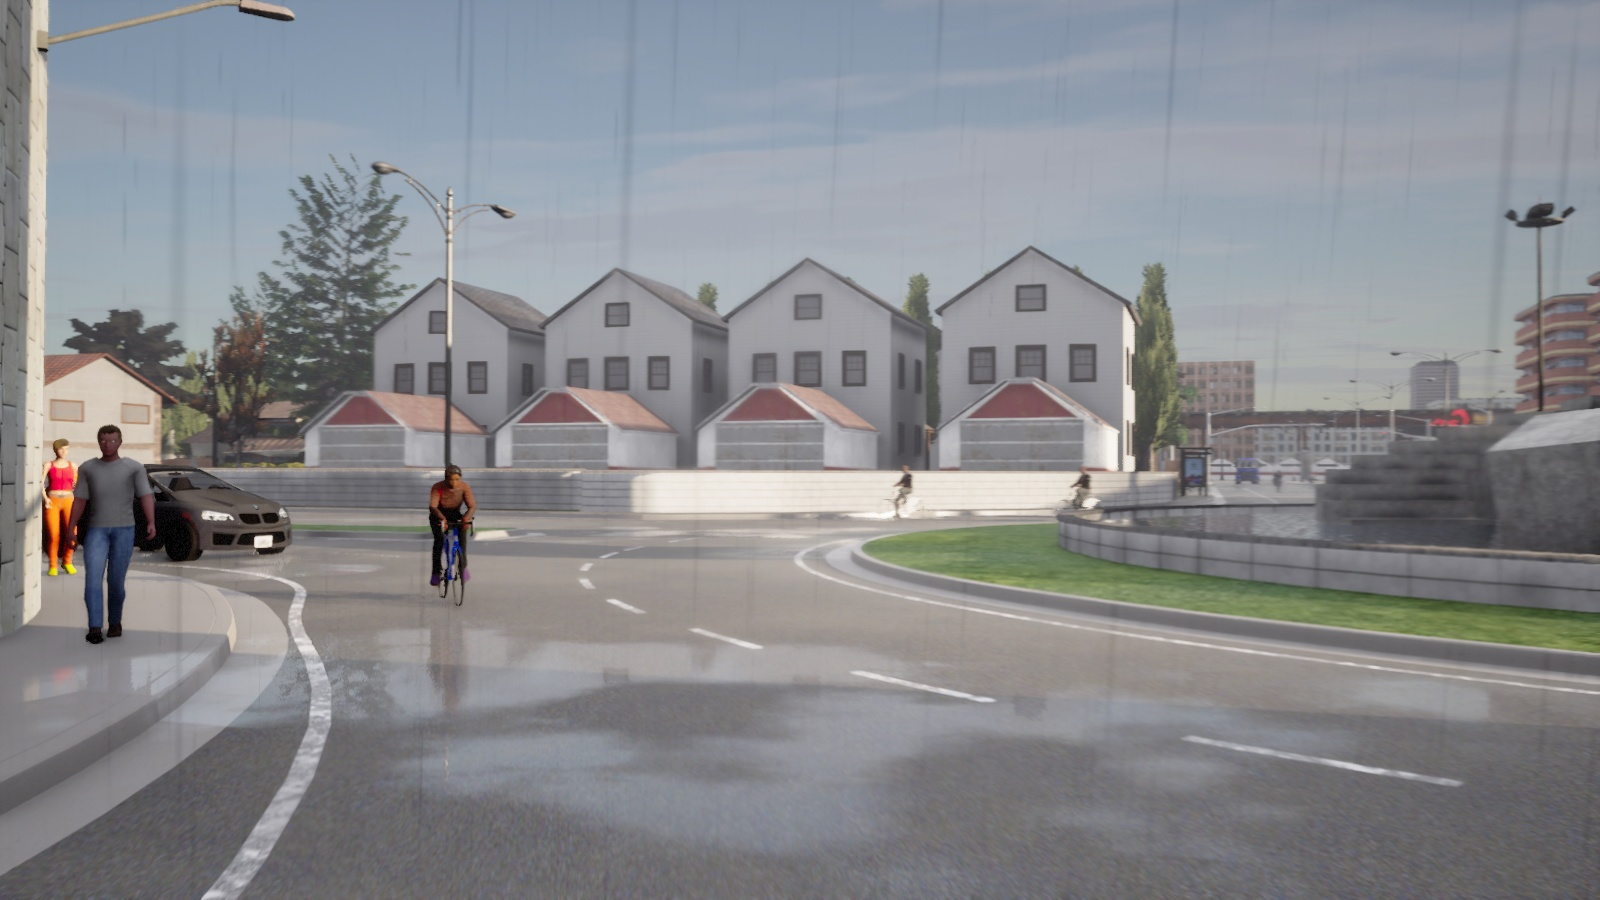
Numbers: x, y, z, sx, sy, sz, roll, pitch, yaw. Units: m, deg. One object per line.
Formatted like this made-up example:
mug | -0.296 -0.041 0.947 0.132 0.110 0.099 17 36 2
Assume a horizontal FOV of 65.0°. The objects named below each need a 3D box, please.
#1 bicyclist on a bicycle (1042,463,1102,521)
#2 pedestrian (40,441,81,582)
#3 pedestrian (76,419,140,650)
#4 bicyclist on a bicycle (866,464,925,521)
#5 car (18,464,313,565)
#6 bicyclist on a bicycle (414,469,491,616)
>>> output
bicyclist on a bicycle | 8.478 1.300 39.155 1.843 1.776 0.659 0 -1 -27
pedestrian | -9.789 0.803 16.614 0.345 1.836 0.594 1 -1 -43
pedestrian | -5.694 0.675 10.358 0.354 1.836 0.706 0 -1 -20
bicyclist on a bicycle | 3.032 1.343 39.947 1.843 1.776 0.659 1 -1 -33
car | -11.413 1.102 22.647 4.611 1.667 2.242 -1 -1 21
bicyclist on a bicycle | -4.125 1.040 14.846 0.582 1.620 1.656 0 -1 -26
